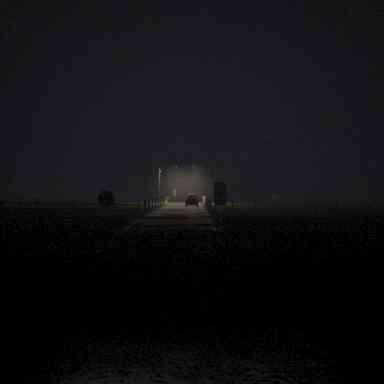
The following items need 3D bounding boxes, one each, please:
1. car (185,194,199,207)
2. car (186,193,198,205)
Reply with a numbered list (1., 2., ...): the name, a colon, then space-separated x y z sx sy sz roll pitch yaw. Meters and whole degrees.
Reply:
1. car: -0.010 1.429 53.323 2.097 1.767 4.553 0 0 0
2. car: -0.012 1.315 63.388 2.150 2.045 5.566 0 0 0
